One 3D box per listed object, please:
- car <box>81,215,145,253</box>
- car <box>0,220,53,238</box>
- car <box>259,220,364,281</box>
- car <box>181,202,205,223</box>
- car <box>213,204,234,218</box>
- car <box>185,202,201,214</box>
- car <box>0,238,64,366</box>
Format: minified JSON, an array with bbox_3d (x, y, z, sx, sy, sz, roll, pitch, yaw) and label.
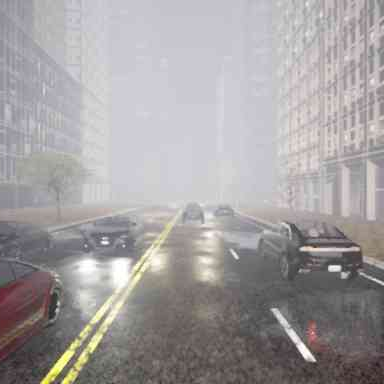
[{"bbox_3d":[-3.247,1.723,14.386,1.994,1.385,4.181,0,-1,0],"label":"car"},{"bbox_3d":[-6.502,1.693,11.573,1.994,1.385,4.181,0,-1,0],"label":"car"},{"bbox_3d":[3.354,1.606,10.245,2.128,1.511,4.902,0,-1,0],"label":"car"},{"bbox_3d":[0.105,1.799,28.297,2.128,1.511,4.902,0,-1,0],"label":"car"},{"bbox_3d":[3.338,1.948,35.480,1.994,1.385,4.181,0,-1,0],"label":"car"},{"bbox_3d":[0.109,2.016,43.575,2.033,1.411,5.357,0,-1,0],"label":"car"},{"bbox_3d":[-3.321,1.613,4.360,1.994,1.385,4.181,0,-1,0],"label":"car"}]
